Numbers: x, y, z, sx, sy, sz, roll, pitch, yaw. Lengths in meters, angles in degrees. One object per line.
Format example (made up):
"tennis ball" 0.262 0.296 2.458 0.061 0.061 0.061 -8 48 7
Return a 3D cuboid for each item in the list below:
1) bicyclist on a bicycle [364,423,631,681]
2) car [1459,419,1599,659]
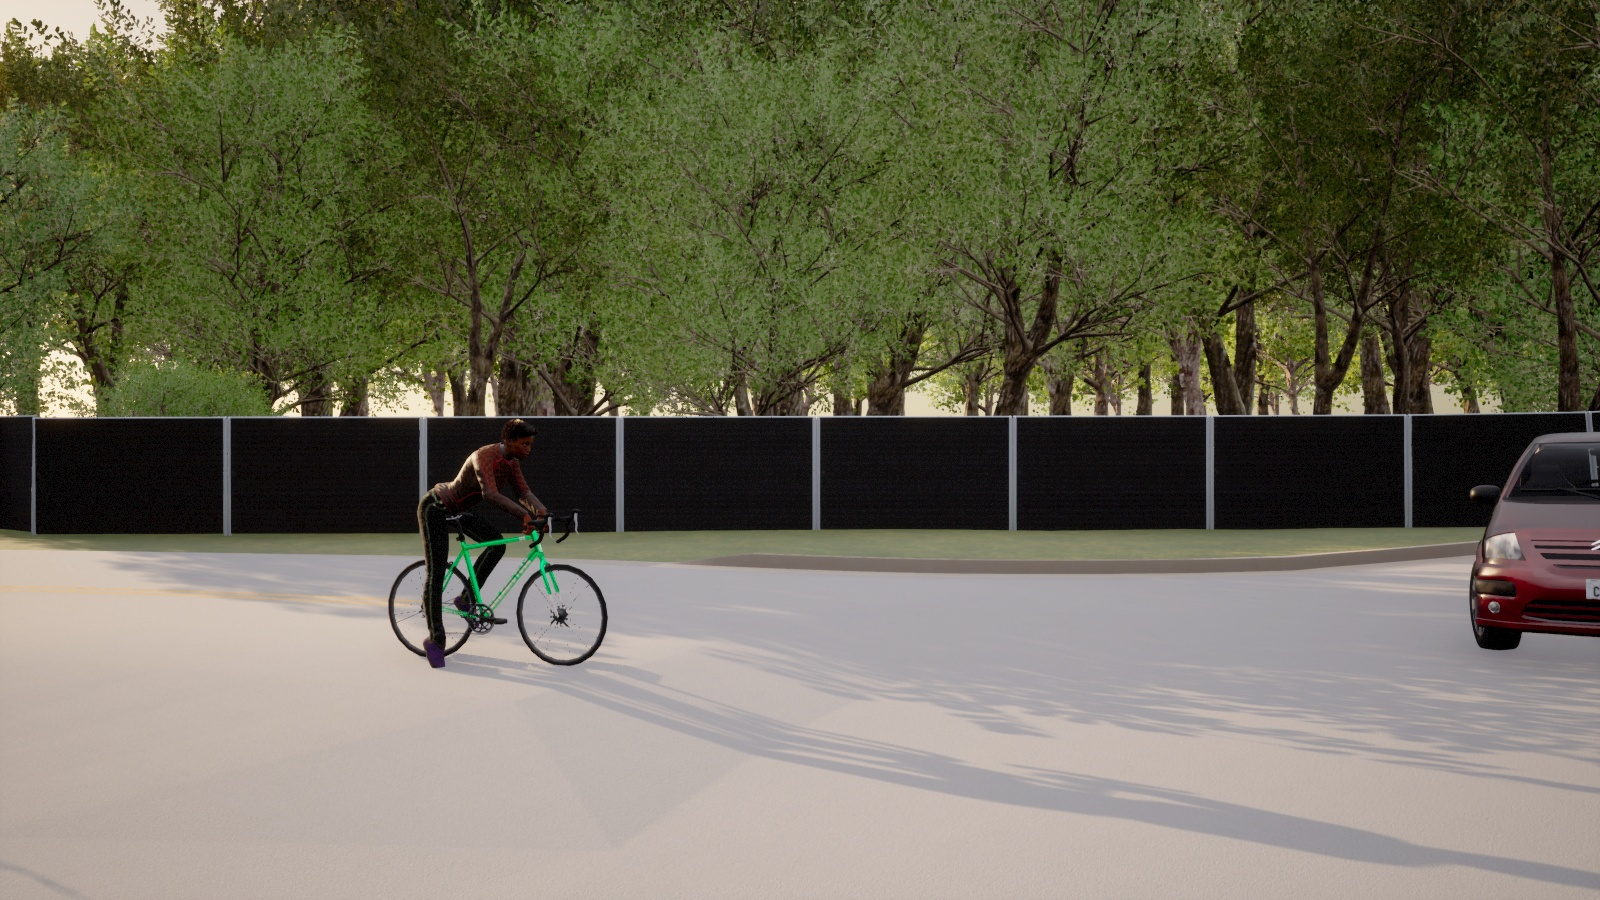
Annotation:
"bicyclist on a bicycle" -2.016 0.637 8.386 1.656 1.620 0.582 0 0 16
"car" 6.577 0.565 10.202 1.851 1.617 3.988 -2 1 32
